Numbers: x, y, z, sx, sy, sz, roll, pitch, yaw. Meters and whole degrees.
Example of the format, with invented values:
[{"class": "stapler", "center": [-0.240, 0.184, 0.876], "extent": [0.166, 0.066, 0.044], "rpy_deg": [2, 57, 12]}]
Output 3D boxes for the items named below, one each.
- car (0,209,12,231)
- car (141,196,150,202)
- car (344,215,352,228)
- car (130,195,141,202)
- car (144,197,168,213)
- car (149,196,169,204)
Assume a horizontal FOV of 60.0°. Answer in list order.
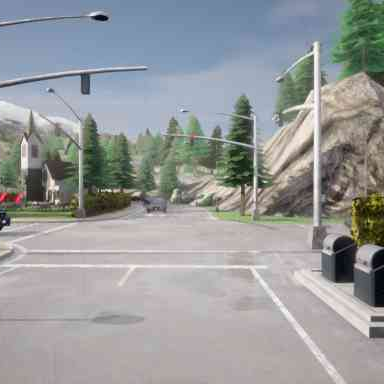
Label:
[{"class": "car", "center": [-12.693, 1.221, 17.615], "extent": [5.566, 2.045, 2.150], "rpy_deg": [0, 0, -1]}, {"class": "car", "center": [-6.698, 1.506, 55.052], "extent": [1.837, 1.490, 4.892], "rpy_deg": [0, 0, -18]}, {"class": "car", "center": [11.192, 1.547, 17.983], "extent": [5.357, 1.411, 2.033], "rpy_deg": [0, 0, -1]}, {"class": "car", "center": [-12.355, 1.433, 73.210], "extent": [5.008, 1.535, 1.882], "rpy_deg": [0, 0, 42]}, {"class": "car", "center": [-3.762, 1.564, 36.484], "extent": [1.994, 1.385, 4.181], "rpy_deg": [0, 0, -2]}, {"class": "car", "center": [-6.488, 1.547, 64.656], "extent": [2.033, 1.411, 5.357], "rpy_deg": [0, 0, -27]}]
